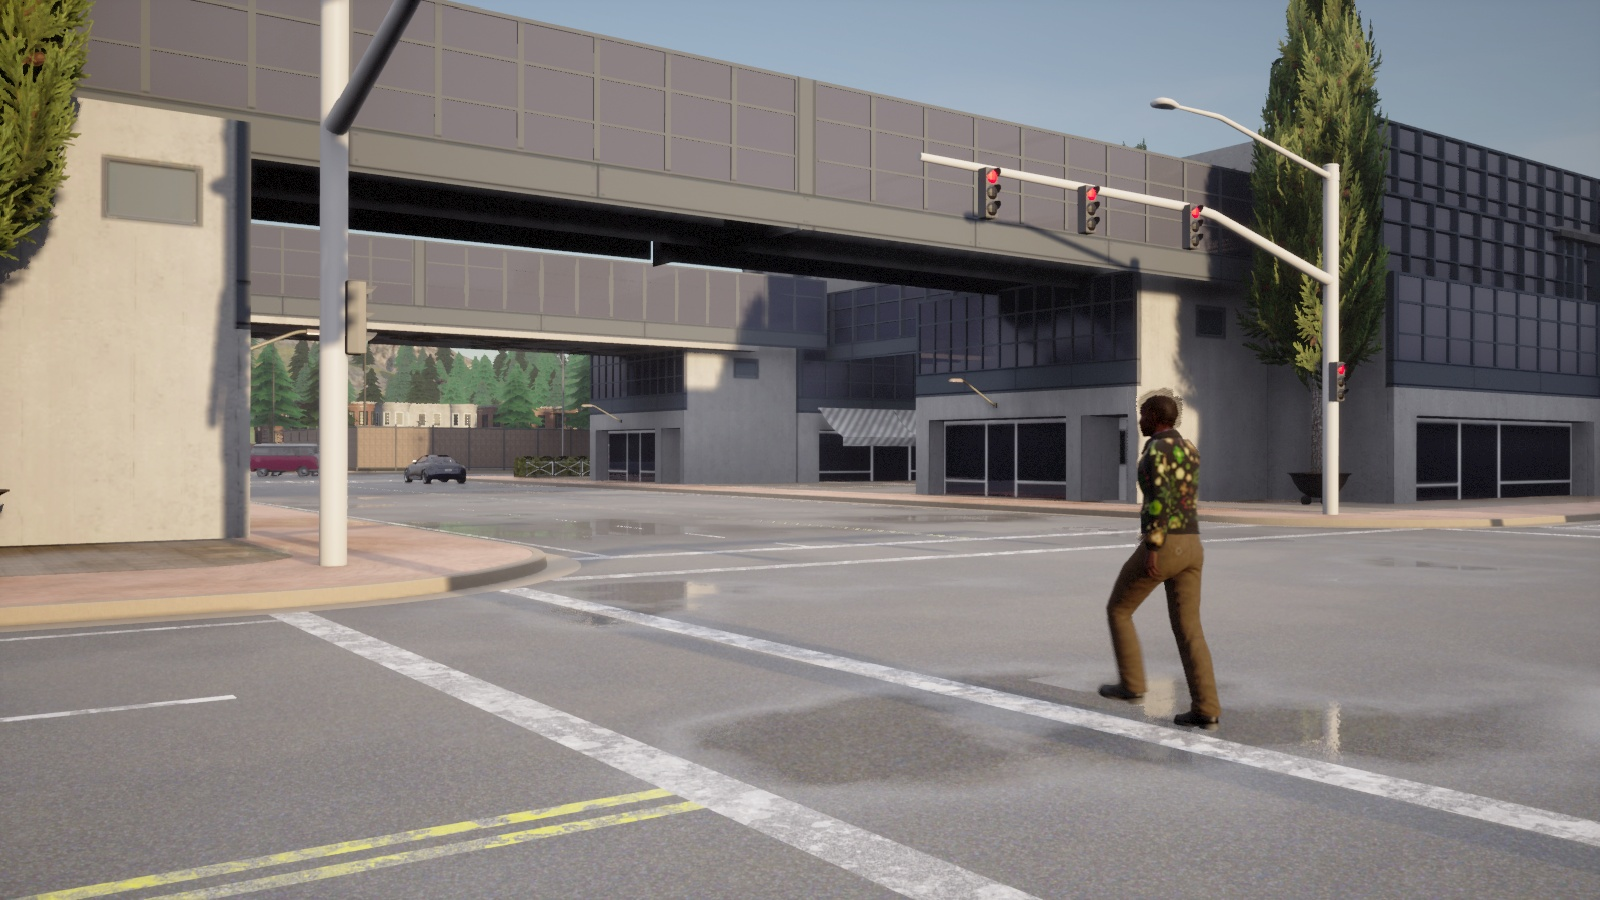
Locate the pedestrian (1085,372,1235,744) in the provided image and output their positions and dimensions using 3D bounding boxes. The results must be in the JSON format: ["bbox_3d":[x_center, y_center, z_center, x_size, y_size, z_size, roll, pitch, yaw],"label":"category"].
[{"bbox_3d":[1.968,0.559,6.904,0.395,1.930,0.692,0,0,-36],"label":"pedestrian"}]

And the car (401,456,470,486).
[{"bbox_3d":[-17.685,0.995,60.802,1.994,1.385,4.181,0,0,-34],"label":"car"}]

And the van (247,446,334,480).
[{"bbox_3d":[-30.068,0.742,74.174,4.442,1.987,1.775,0,0,7],"label":"van"}]
